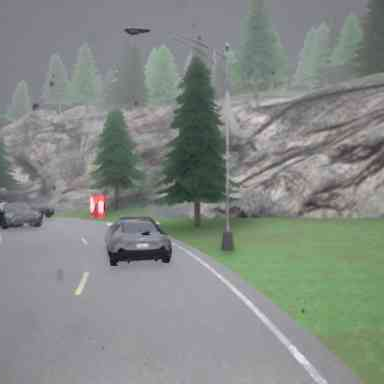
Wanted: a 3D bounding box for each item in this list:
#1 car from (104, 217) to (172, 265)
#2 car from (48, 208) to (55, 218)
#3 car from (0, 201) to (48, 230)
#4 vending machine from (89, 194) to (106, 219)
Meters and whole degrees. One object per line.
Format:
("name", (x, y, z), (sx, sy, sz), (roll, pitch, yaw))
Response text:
("car", (-2.040, 1.572, 11.855), (1.994, 1.385, 4.181), (0, 0, -16))
("car", (-14.129, 1.642, 29.086), (4.718, 1.301, 1.895), (0, 0, 37))
("car", (-11.332, 1.385, 21.407), (2.097, 1.767, 4.553), (0, 0, -43))
("vending machine", (-8.187, 1.222, 28.870), (0.880, 2.100, 1.100), (0, 0, 44))
